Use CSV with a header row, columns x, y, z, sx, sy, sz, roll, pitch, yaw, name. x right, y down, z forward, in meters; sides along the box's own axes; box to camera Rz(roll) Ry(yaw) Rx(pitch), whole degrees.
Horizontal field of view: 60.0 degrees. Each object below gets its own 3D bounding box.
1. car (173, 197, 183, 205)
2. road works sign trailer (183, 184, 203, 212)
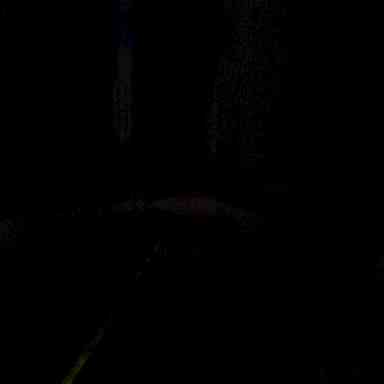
x,y,z,sx,sy,sz,roll,pitch,yaw,name
-3.006,1.859,71.797,2.097,1.767,4.553,0,0,0,car
-0.003,0.775,43.714,2.380,3.560,2.880,0,0,0,road works sign trailer
